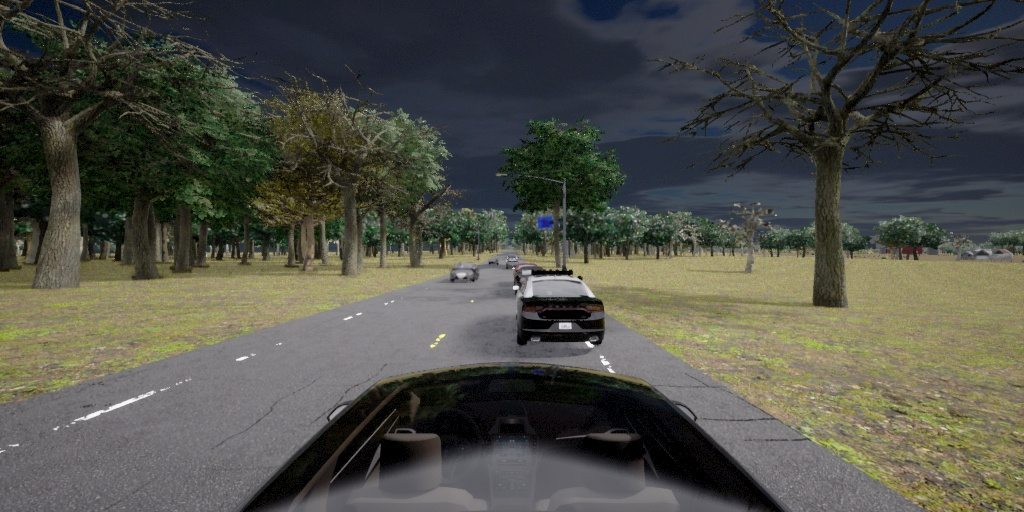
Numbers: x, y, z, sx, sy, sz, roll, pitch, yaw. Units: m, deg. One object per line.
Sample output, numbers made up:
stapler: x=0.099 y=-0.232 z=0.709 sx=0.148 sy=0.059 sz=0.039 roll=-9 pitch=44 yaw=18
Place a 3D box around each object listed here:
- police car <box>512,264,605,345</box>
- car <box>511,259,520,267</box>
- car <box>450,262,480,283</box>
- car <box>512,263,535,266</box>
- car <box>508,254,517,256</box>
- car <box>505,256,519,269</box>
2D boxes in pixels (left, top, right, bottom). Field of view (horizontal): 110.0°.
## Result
police car: x=1.052 y=1.175 z=9.652 sx=1.930 sy=1.638 sz=5.238 roll=0 pitch=0 yaw=0
car: x=1.058 y=1.221 z=25.540 sx=1.882 sy=1.535 sz=5.008 roll=0 pitch=0 yaw=0
car: x=-3.590 y=1.229 z=27.779 sx=2.128 sy=1.511 sz=4.902 roll=0 pitch=0 yaw=0
car: x=1.056 y=1.274 z=19.542 sx=1.812 sy=1.442 sz=4.674 roll=0 pitch=0 yaw=0
car: x=0.024 y=0.721 z=65.081 sx=2.150 sy=2.045 sz=5.566 roll=0 pitch=1 yaw=0
car: x=0.086 y=1.106 z=52.447 sx=2.128 sy=1.511 sz=4.902 roll=0 pitch=0 yaw=0
